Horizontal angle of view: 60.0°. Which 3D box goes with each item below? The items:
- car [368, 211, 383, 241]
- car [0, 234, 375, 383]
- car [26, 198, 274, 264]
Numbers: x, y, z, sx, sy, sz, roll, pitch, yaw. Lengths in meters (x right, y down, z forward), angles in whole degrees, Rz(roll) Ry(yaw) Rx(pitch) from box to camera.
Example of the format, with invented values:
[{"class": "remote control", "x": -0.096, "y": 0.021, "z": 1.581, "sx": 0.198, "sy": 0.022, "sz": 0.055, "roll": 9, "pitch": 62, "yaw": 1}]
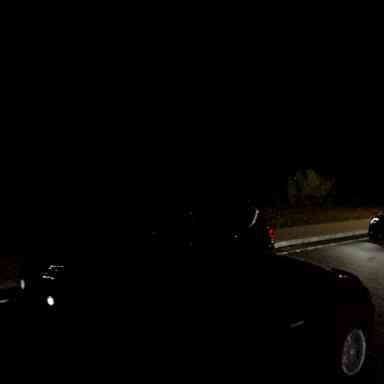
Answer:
[{"class": "car", "x": 9.691, "y": 1.217, "z": 14.488, "sx": 4.553, "sy": 1.767, "sz": 2.097, "roll": -1, "pitch": 0, "yaw": -35}, {"class": "car", "x": 0.336, "y": 1.504, "z": 3.895, "sx": 4.674, "sy": 1.442, "sz": 1.812, "roll": 0, "pitch": 0, "yaw": -35}, {"class": "car", "x": -0.596, "y": 1.188, "z": 7.215, "sx": 5.566, "sy": 2.045, "sz": 2.150, "roll": -1, "pitch": 0, "yaw": -35}]
